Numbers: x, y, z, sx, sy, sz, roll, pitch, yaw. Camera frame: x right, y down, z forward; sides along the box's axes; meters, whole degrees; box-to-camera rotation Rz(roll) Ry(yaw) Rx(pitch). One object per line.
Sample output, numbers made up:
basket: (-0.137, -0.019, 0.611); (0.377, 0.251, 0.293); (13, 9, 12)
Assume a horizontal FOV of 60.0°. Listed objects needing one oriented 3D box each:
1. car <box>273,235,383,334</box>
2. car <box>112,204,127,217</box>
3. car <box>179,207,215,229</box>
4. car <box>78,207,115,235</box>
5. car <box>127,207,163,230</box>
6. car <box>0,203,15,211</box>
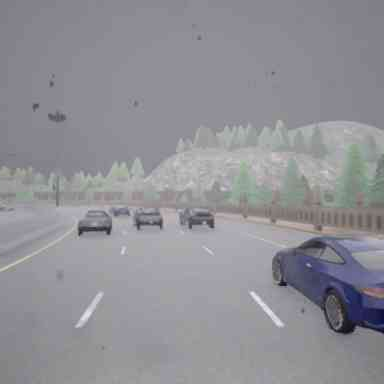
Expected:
car: (3.136, 1.606, 6.836); (1.812, 1.442, 4.674); (0, -1, -4)
car: (-8.735, 2.157, 40.024); (1.812, 1.442, 4.674); (0, -1, -23)
car: (0.259, 1.848, 24.561); (1.837, 1.490, 4.892); (0, -1, -13)
car: (-6.223, 1.900, 21.595); (1.994, 1.385, 4.181); (0, -1, -13)
car: (-3.309, 1.851, 24.377); (2.128, 1.511, 4.902); (0, -1, -14)
car: (-32.902, 2.649, 58.951); (2.128, 1.511, 4.902); (0, -1, -40)
